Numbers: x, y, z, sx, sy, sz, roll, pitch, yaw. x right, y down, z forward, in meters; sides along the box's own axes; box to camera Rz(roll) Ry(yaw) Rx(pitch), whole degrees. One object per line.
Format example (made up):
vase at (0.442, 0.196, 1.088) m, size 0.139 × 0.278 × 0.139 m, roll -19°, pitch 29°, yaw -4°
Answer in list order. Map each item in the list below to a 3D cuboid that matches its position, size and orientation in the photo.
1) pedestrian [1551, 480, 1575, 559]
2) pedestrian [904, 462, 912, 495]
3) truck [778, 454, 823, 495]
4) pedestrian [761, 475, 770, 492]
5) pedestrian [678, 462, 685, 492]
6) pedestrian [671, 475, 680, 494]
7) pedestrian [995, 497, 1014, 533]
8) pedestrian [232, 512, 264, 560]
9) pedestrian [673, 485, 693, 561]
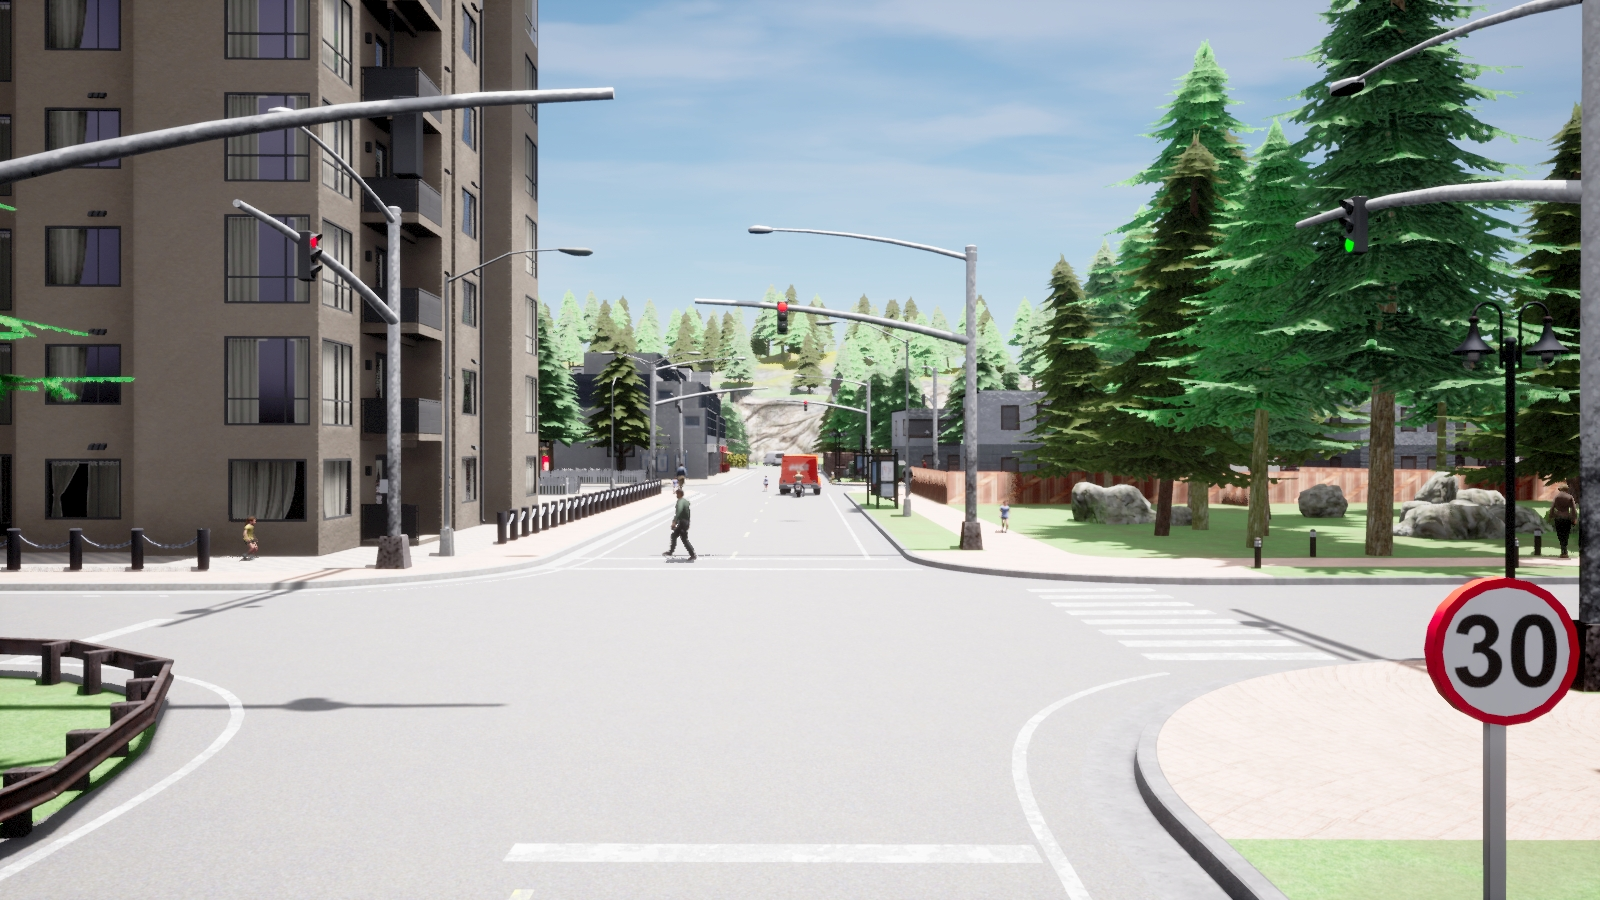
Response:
pedestrian at (18.229, 1.646, 27.292) m, size 0.375 × 1.860 × 0.375 m, roll 0°, pitch 0°, yaw 17°
pedestrian at (6.201, 1.638, 65.645) m, size 0.375 × 1.860 × 0.375 m, roll 0°, pitch 0°, yaw -2°
truck at (0.071, 1.506, 71.518) m, size 2.627 × 2.467 × 5.204 m, roll 0°, pitch 0°, yaw 3°
pedestrian at (-2.237, 2.166, 74.920) m, size 0.500 × 1.100 × 0.500 m, roll 0°, pitch 0°, yaw 10°
pedestrian at (-7.188, 1.636, 69.479) m, size 0.375 × 1.860 × 0.375 m, roll 0°, pitch 0°, yaw 0°
pedestrian at (-7.297, 2.020, 66.786) m, size 0.500 × 1.100 × 0.500 m, roll 0°, pitch 0°, yaw -4°
pedestrian at (6.438, 2.036, 35.978) m, size 0.500 × 1.100 × 0.500 m, roll 0°, pitch 0°, yaw -1°
pedestrian at (-13.076, 2.040, 27.059) m, size 0.500 × 1.100 × 0.500 m, roll 0°, pitch 0°, yaw 2°
pedestrian at (-2.908, 1.812, 28.423) m, size 0.375 × 1.860 × 0.375 m, roll 0°, pitch 0°, yaw 15°
